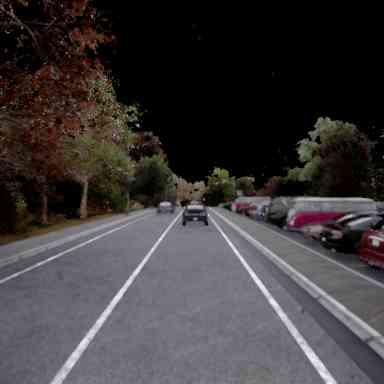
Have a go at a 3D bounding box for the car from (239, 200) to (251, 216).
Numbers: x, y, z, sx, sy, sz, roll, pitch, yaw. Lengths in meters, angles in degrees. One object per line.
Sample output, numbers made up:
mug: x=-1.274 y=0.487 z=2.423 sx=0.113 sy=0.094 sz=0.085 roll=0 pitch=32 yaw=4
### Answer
car: x=7.219 y=1.717 z=31.119 sx=4.792 sy=1.488 sz=2.163 roll=0 pitch=-1 yaw=0

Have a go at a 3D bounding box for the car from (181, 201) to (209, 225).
car: x=0.244 y=1.654 z=25.676 sx=1.837 sy=1.490 sz=4.892 roll=0 pitch=0 yaw=0

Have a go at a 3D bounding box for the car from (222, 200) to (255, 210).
car: x=7.413 y=2.070 z=53.320 sx=5.008 sy=1.535 sz=2.097 roll=0 pitch=-1 yaw=0

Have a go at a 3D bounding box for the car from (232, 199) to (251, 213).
car: x=7.293 y=1.780 z=36.669 sx=5.008 sy=1.535 sz=2.097 roll=0 pitch=-1 yaw=0

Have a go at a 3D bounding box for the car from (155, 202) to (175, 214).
car: x=-3.109 y=1.869 z=39.610 sx=1.812 sy=1.442 sz=4.674 roll=0 pitch=-1 yaw=0

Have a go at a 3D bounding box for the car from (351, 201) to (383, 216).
car: x=20.361 y=1.775 z=36.390 sx=5.008 sy=1.535 sz=2.097 roll=0 pitch=-1 yaw=0

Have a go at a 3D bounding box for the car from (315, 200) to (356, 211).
car: x=20.439 y=1.962 z=47.470 sx=4.892 sy=1.521 sz=2.231 roll=0 pitch=-1 yaw=0

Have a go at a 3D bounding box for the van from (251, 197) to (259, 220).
van: x=7.092 y=1.368 z=25.571 sx=4.442 sy=1.987 sz=1.878 roll=0 pitch=-1 yaw=0

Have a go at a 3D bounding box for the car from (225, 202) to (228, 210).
car: x=7.377 y=1.950 z=44.996 sx=4.792 sy=1.488 sz=2.163 roll=0 pitch=-1 yaw=0

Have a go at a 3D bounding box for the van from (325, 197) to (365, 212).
van: x=20.542 y=1.688 z=44.702 sx=4.442 sy=1.987 sz=1.878 roll=0 pitch=-1 yaw=0

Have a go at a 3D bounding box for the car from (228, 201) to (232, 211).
car: x=7.330 y=1.914 z=42.221 sx=4.674 sy=1.452 sz=2.002 roll=0 pitch=-1 yaw=0

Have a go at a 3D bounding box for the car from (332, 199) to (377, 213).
car: x=20.374 y=1.742 z=41.932 sx=4.553 sy=1.767 sz=2.185 roll=0 pitch=-1 yaw=0

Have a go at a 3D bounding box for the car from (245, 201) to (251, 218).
car: x=7.231 y=1.681 z=28.342 sx=4.674 sy=1.452 sz=2.002 roll=0 pitch=-1 yaw=0

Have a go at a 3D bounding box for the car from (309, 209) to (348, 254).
car: x=7.105 y=1.510 z=11.707 sx=5.008 sy=1.535 sz=2.097 roll=0 pitch=0 yaw=0

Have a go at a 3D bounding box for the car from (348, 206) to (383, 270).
car: x=7.059 y=1.383 z=8.930 sx=4.553 sy=1.767 sz=2.185 roll=0 pitch=0 yaw=0

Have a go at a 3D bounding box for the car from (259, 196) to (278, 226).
car: x=7.198 y=1.265 z=20.035 sx=5.566 sy=2.045 sz=2.435 roll=0 pitch=0 yaw=0

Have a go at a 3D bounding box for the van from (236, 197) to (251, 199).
van: x=7.425 y=1.601 z=39.448 sx=4.442 sy=1.987 sz=1.878 roll=0 pitch=-1 yaw=0

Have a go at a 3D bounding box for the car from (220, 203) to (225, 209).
car: x=7.339 y=1.715 z=47.777 sx=5.566 sy=2.045 sz=2.435 roll=0 pitch=-1 yaw=0

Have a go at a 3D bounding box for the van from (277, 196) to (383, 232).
van: x=7.033 y=1.289 z=17.260 sx=4.442 sy=1.987 sz=1.878 roll=0 pitch=0 yaw=0

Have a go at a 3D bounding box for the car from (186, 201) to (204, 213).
car: x=0.356 y=1.890 z=42.884 sx=2.128 sy=1.511 sz=4.902 roll=0 pitch=-1 yaw=0

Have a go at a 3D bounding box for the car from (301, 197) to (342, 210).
car: x=20.512 y=1.810 z=53.009 sx=5.566 sy=2.045 sz=2.435 roll=0 pitch=-1 yaw=0

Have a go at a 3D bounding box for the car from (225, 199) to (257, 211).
car: x=7.418 y=1.890 z=50.546 sx=4.553 sy=1.767 sz=2.185 roll=0 pitch=-1 yaw=0

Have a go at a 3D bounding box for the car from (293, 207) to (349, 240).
car: x=7.133 y=1.553 z=14.483 sx=4.674 sy=1.452 sz=2.002 roll=0 pitch=0 yaw=0

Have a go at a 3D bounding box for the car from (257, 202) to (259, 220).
car: x=7.218 y=1.577 z=22.784 sx=4.792 sy=1.488 sz=2.163 roll=0 pitch=-1 yaw=0
